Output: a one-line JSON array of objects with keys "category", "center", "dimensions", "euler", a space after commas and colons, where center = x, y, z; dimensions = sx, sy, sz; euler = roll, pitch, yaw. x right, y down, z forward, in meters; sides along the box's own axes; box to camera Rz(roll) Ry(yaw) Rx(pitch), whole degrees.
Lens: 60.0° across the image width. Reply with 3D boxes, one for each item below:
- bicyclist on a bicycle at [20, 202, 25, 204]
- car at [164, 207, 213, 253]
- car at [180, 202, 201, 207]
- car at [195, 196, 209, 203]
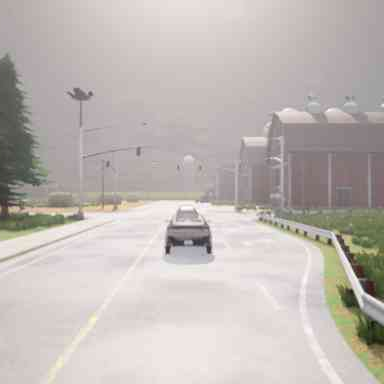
[{"category": "bicyclist on a bicycle", "center": [-22.542, 1.745, 44.132], "dimensions": [0.582, 1.620, 1.656], "euler": [0, 0, 0]}, {"category": "car", "center": [-0.163, 1.628, 14.358], "dimensions": [2.128, 1.511, 4.902], "euler": [0, 0, -1]}, {"category": "car", "center": [-0.444, 1.840, 29.350], "dimensions": [1.994, 1.385, 4.181], "euler": [0, -1, -1]}, {"category": "car", "center": [2.637, 1.954, 86.354], "dimensions": [1.905, 1.878, 3.866], "euler": [-7, 3, -43]}]
